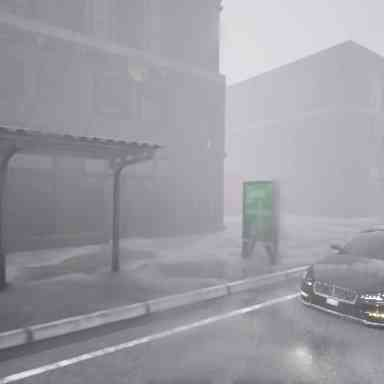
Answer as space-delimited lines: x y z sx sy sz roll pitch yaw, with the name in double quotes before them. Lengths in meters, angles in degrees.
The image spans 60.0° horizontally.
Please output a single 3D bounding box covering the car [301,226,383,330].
"car" 4.203 1.474 6.687 4.892 1.490 1.837 0 0 -36
